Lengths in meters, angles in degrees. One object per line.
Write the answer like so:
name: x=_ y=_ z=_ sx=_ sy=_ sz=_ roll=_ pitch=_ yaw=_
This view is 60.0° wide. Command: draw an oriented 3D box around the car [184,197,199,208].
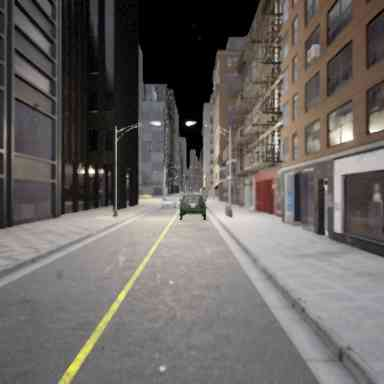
car: x=-0.005 y=1.437 z=47.682 sx=2.033 sy=1.411 sz=5.357 roll=0 pitch=0 yaw=0

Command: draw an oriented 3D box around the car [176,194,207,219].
car: x=0.079 y=1.160 z=28.111 sx=2.150 sy=2.045 sz=5.566 roll=0 pitch=0 yaw=0

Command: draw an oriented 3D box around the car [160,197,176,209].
car: x=-3.100 y=1.425 z=44.123 sx=1.812 sy=1.442 sz=4.674 roll=0 pitch=0 yaw=0
